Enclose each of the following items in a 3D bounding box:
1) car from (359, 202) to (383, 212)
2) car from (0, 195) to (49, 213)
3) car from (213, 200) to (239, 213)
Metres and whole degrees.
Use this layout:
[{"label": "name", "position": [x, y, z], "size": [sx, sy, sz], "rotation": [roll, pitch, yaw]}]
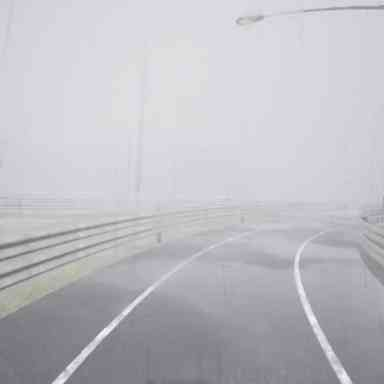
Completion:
[{"label": "car", "position": [25.856, 2.125, 46.346], "size": [5.357, 1.411, 2.033], "rotation": [1, 0, -21]}, {"label": "car", "position": [-15.138, 0.989, 29.087], "size": [4.902, 1.511, 2.128], "rotation": [2, 1, -24]}, {"label": "car", "position": [4.856, 1.620, 37.762], "size": [4.718, 1.301, 1.895], "rotation": [2, 1, -23]}]
